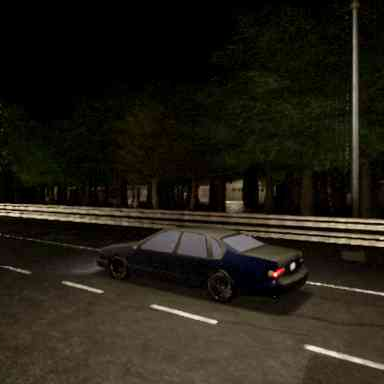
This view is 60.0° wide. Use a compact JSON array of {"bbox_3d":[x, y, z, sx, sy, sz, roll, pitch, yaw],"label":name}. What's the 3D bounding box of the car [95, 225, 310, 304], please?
[{"bbox_3d":[-0.013,1.549,8.179,5.357,1.411,2.033,0,0,36],"label":"car"}]
